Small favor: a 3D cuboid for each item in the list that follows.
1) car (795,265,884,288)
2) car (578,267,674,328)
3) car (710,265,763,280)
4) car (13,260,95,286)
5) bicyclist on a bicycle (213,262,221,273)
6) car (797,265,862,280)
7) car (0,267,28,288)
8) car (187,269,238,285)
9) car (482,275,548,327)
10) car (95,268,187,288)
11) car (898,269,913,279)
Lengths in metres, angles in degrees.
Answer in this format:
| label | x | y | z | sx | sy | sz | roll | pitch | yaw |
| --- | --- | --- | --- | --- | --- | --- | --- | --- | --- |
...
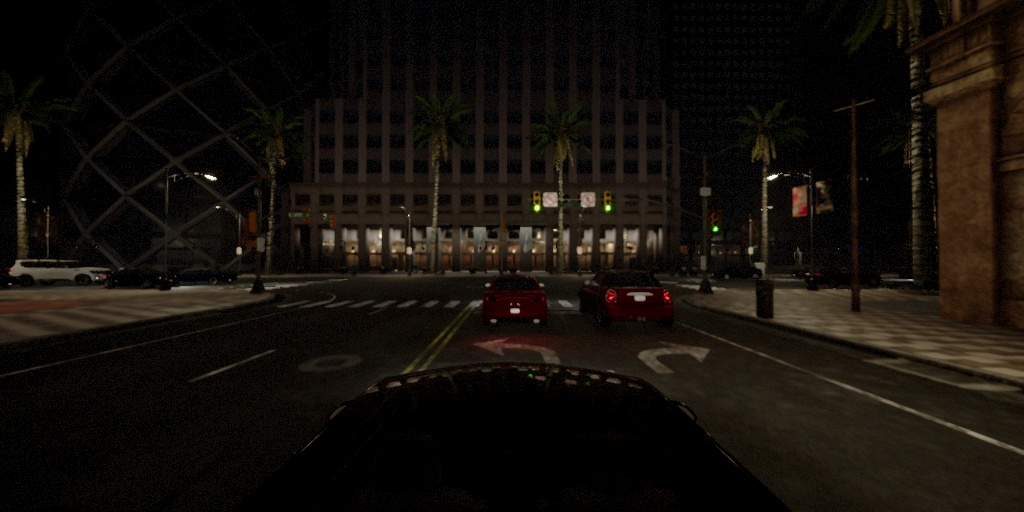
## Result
| label | x | y | z | sx | sy | sz | roll | pitch | yaw |
| --- | --- | --- | --- | --- | --- | --- | --- | --- | --- |
| car | 24.368 | 1.555 | 26.408 | 4.902 | 1.511 | 2.128 | 0 | -1 | 0 |
| car | 3.599 | 1.235 | 12.170 | 2.097 | 1.767 | 4.553 | 0 | -1 | 0 |
| car | 23.173 | 1.705 | 37.113 | 4.892 | 1.490 | 1.837 | 0 | -1 | 0 |
| car | -35.340 | 1.310 | 28.309 | 5.566 | 2.045 | 2.150 | 0 | -1 | -19 |
| bicyclist on a bicycle | -35.746 | 1.582 | 43.449 | 0.582 | 1.620 | 1.656 | 0 | 0 | -12 |
| car | 32.780 | 1.677 | 37.081 | 5.008 | 1.535 | 1.882 | 0 | -1 | 0 |
| car | -36.929 | 1.636 | 24.070 | 4.718 | 1.301 | 1.895 | 0 | -1 | -24 |
| car | -25.725 | 1.709 | 29.819 | 4.718 | 1.301 | 1.895 | 0 | -1 | -3 |
| car | 0.094 | 1.360 | 12.136 | 1.882 | 1.535 | 5.008 | 0 | -1 | 0 |
| car | -27.011 | 1.626 | 26.221 | 4.181 | 1.385 | 1.994 | 0 | -1 | -4 |
| car | 42.750 | 1.763 | 37.042 | 4.181 | 1.385 | 1.994 | 0 | -1 | 0 |
